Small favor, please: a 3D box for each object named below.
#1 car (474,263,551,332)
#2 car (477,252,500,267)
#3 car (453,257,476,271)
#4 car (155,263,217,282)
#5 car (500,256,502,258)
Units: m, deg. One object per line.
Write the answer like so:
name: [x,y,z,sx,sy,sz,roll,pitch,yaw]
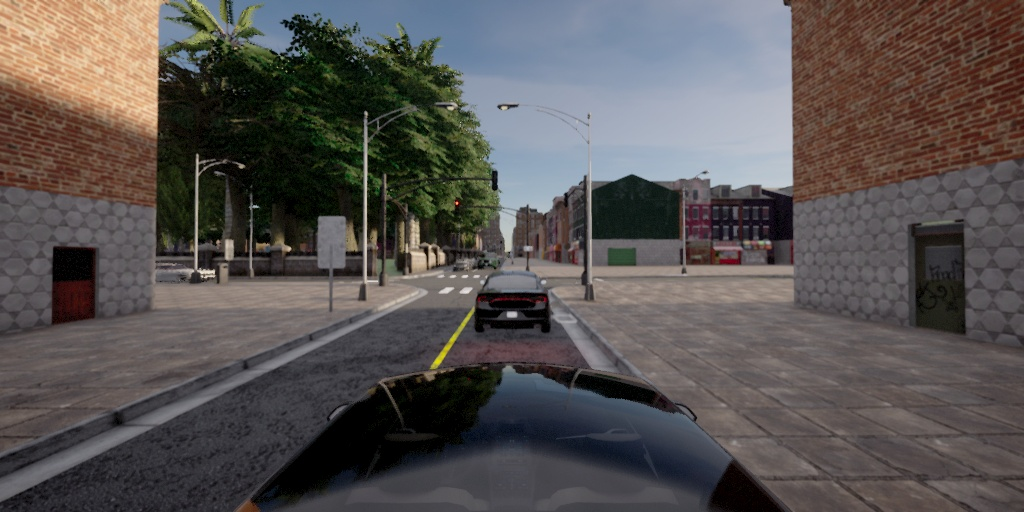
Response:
car: [0.033,1.142,10.531,1.882,1.535,5.008,0,1,1]
car: [-2.928,0.581,43.996,2.150,2.045,5.566,0,1,0]
car: [-5.473,0.948,39.680,2.007,1.370,4.403,0,0,0]
car: [-22.061,1.120,23.242,4.718,1.301,1.895,0,-1,0]
car: [-3.007,0.708,60.512,1.882,1.535,5.008,0,0,0]
